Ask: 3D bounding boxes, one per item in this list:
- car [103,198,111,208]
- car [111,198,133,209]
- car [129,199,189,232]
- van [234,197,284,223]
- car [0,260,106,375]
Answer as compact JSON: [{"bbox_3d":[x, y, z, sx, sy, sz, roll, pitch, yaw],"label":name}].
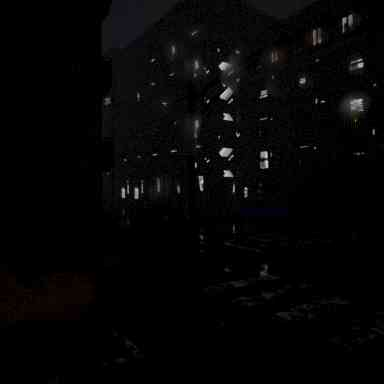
[{"bbox_3d":[-11.715,1.463,47.841,1.887,1.381,4.507,-1,0,-36],"label":"car"},{"bbox_3d":[-8.385,1.463,43.262,1.887,1.381,4.507,-1,0,-36],"label":"car"},{"bbox_3d":[-1.856,1.441,20.033,1.967,1.590,4.097,0,0,-36],"label":"car"},{"bbox_3d":[4.932,1.280,24.945,1.690,1.788,3.998,0,0,-36],"label":"van"},{"bbox_3d":[-3.551,1.525,4.032,4.829,1.417,1.752,0,0,-36],"label":"car"}]
